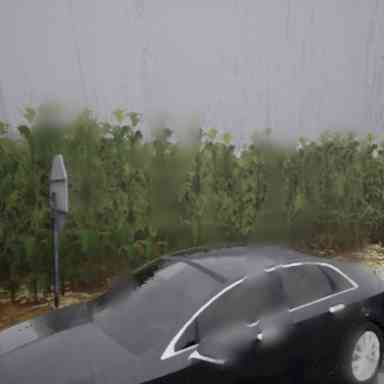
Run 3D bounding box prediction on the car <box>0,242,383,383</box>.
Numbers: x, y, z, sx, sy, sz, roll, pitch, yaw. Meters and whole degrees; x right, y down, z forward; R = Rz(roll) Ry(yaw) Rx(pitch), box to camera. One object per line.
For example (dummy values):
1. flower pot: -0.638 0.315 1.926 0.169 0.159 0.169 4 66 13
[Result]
1. car: 0.241 1.421 3.637 4.892 1.490 1.837 -2 2 -32
